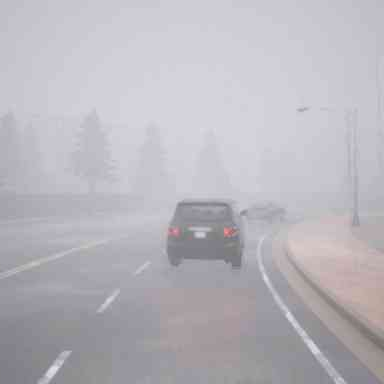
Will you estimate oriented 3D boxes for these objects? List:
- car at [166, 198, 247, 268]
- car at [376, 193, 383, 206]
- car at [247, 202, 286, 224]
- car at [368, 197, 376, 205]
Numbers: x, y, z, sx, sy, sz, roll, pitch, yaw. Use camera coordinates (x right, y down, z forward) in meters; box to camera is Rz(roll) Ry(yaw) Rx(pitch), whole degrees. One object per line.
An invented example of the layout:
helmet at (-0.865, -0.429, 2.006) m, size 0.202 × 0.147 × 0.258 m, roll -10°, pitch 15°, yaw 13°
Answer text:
car at (0.685, 1.218, 11.490) m, size 2.150 × 2.045 × 5.566 m, roll 0°, pitch 0°, yaw 10°
car at (31.625, 1.200, 50.513) m, size 5.566 × 2.045 × 2.150 m, roll 0°, pitch 0°, yaw -8°
car at (5.605, 1.481, 24.839) m, size 2.128 × 1.511 × 4.902 m, roll 0°, pitch 0°, yaw 31°
car at (31.661, 1.198, 54.129) m, size 5.566 × 2.045 × 2.150 m, roll 0°, pitch 0°, yaw -9°
